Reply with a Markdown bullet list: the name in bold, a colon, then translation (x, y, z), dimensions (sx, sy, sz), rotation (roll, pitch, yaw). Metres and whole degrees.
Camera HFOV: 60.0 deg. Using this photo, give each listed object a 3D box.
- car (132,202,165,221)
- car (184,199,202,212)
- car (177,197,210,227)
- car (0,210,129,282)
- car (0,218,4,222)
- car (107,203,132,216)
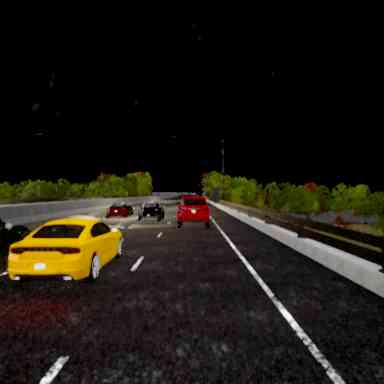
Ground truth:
- **car**: translation (-3.395, 1.625, 28.419), dimensions (2.128, 1.511, 4.902), rotation (0, 0, 0)
- **car**: translation (0.110, 1.689, 42.157), dimensions (2.128, 1.511, 4.902), rotation (0, 0, 0)
- **car**: translation (0.106, 1.334, 23.846), dimensions (2.150, 2.045, 5.566), rotation (0, 0, 0)
- **car**: translation (-3.397, 1.525, 9.902), dimensions (1.882, 1.535, 5.008), rotation (0, 0, 0)
- **car**: translation (-6.898, 1.401, 10.416), dimensions (2.097, 1.767, 4.553), rotation (0, 0, 0)
- **car**: translation (-6.893, 1.715, 32.173), dimensions (1.994, 1.385, 4.181), rotation (0, 0, 0)
